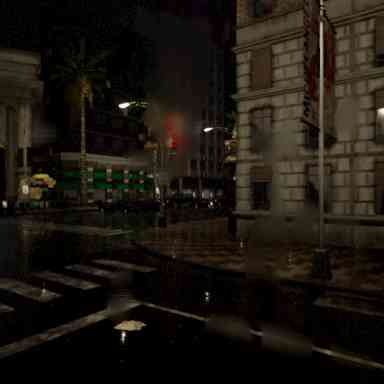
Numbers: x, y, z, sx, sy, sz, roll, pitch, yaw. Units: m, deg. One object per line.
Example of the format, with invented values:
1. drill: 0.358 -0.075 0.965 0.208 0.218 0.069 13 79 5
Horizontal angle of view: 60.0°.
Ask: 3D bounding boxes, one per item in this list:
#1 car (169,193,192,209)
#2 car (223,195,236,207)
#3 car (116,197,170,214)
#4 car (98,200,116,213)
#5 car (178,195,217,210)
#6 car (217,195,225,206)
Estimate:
1. car: -1.958 1.203 45.925 2.150 2.045 5.566 0 0 38
2. car: 7.388 1.585 51.476 4.718 1.301 1.895 0 0 -43
3. car: -5.139 1.531 35.777 2.033 1.411 5.357 0 0 36
4. car: -8.034 1.528 37.744 2.033 1.411 5.357 0 0 36
5. car: 0.772 1.488 43.713 1.837 1.490 4.892 0 0 38
6. car: 4.469 1.334 53.512 4.553 1.767 2.097 0 0 -45
